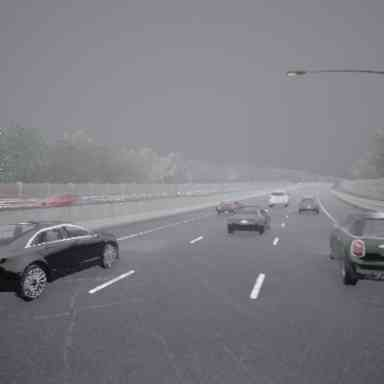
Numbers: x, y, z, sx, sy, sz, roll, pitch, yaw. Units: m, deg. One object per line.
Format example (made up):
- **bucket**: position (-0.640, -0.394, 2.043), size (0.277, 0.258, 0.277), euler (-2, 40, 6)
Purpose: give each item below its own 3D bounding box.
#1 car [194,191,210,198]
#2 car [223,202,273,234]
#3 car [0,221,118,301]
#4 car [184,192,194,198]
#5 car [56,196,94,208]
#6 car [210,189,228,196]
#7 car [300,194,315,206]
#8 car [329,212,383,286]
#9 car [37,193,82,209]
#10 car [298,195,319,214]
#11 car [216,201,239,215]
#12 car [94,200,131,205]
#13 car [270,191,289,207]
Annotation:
- **car**: position (2.729, 0.618, 71.462), size (1.882, 1.535, 5.008), euler (0, 1, 20)
- **car**: position (3.330, 1.500, 19.030), size (1.994, 1.385, 4.181), euler (0, 0, 18)
- **car**: position (-3.665, 1.471, 8.425), size (2.128, 1.511, 4.902), euler (0, 0, 17)
- **car**: position (-0.262, 0.644, 73.472), size (1.812, 1.442, 4.674), euler (0, 1, 20)
- **car**: position (-10.635, 1.443, 33.304), size (2.033, 1.411, 5.357), euler (0, 0, 18)
- **car**: position (6.137, 0.355, 70.590), size (2.150, 2.045, 5.566), euler (0, 1, 20)
- **car**: position (16.166, 1.089, 46.570), size (1.812, 1.442, 4.674), euler (0, 1, 19)
- **car**: position (5.069, 1.316, 9.172), size (2.097, 1.767, 4.553), euler (0, 0, 17)
- **car**: position (-13.704, 1.112, 35.158), size (2.150, 2.045, 5.566), euler (0, 0, 18)
- **car**: position (11.810, 1.371, 33.728), size (1.994, 1.385, 4.181), euler (0, 1, 19)
- **car**: position (3.763, 1.466, 31.771), size (1.895, 1.301, 4.718), euler (0, 1, 18)
- **car**: position (-7.174, 1.491, 32.612), size (1.895, 1.301, 4.718), euler (0, 0, 18)
- **car**: position (11.543, 0.879, 43.834), size (2.150, 2.045, 5.566), euler (0, 1, 19)
